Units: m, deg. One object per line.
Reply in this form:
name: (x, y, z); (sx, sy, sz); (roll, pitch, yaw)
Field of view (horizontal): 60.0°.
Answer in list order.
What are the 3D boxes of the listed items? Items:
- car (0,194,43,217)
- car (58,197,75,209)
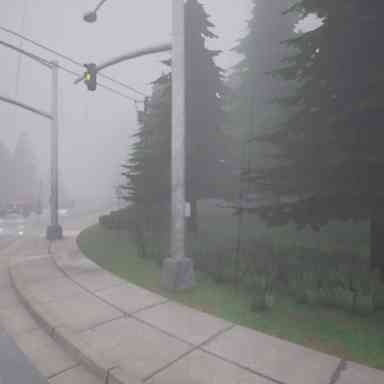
car: (-15.667, 1.196, 30.799); (2.150, 2.045, 5.566); (0, 0, -5)
car: (-16.889, 1.456, 44.117); (2.128, 1.511, 4.902); (0, 0, -5)
